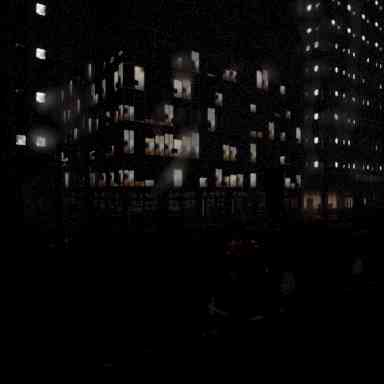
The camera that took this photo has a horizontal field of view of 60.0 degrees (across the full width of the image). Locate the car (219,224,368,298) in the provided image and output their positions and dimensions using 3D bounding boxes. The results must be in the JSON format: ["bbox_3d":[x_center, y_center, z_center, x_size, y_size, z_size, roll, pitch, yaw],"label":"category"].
[{"bbox_3d":[2.710,1.542,8.480,4.507,1.381,1.887,0,0,-35],"label":"car"}]
